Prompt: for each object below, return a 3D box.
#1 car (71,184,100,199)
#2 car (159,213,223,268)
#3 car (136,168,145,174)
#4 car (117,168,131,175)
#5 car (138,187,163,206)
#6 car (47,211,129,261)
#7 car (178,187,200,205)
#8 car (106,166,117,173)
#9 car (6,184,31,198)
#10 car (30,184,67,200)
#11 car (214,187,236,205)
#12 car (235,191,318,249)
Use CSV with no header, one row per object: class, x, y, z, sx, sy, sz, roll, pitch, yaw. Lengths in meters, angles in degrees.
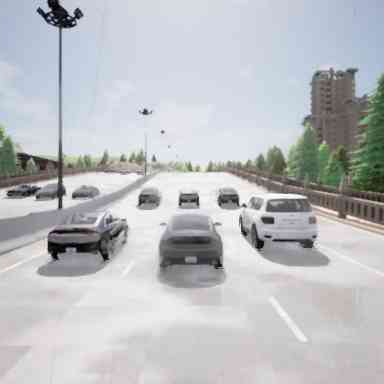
car,-11.028,-0.076,34.679,1.994,1.385,4.181,0,6,-1
car,-0.045,1.458,11.102,1.837,1.490,4.892,0,1,-1
car,-11.458,-4.762,75.063,2.033,1.411,5.357,0,6,-1
car,-14.952,-4.662,74.617,1.812,1.442,4.674,0,6,-1
car,-3.784,0.316,30.420,1.837,1.490,4.892,0,6,-1
car,-3.557,1.421,12.138,2.128,1.511,4.902,0,2,-1
car,-0.286,0.281,30.635,2.128,1.511,4.902,0,6,-1
car,-18.483,-5.241,76.914,2.097,1.767,4.553,0,6,-1
car,-18.045,-0.184,35.947,1.895,1.301,4.718,0,6,-1
car,-14.527,-0.103,34.554,1.812,1.442,4.674,0,6,-1
car,3.215,0.305,30.547,1.837,1.490,4.892,0,6,-1
car,3.424,1.085,14.114,2.150,2.045,5.566,0,1,0
